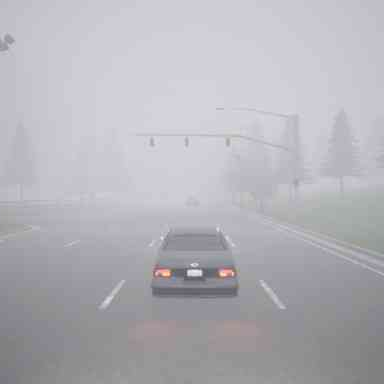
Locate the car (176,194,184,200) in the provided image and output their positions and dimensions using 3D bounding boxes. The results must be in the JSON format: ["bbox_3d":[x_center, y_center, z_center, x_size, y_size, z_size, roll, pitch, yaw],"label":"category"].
[{"bbox_3d":[-3.455,1.447,93.800,2.128,1.511,4.902,0,0,0],"label":"car"}]

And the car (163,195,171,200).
[{"bbox_3d":[-6.955,1.475,93.801,1.994,1.385,4.181,0,0,0],"label":"car"}]

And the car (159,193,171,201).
[{"bbox_3d":[-6.960,1.297,83.411,2.150,2.045,5.566,0,0,0],"label":"car"}]

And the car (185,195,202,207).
[{"bbox_3d":[0.023,1.402,52.735,2.097,1.767,4.553,0,0,0],"label":"car"}]

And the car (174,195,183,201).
[{"bbox_3d":[-3.460,1.597,83.796,1.812,1.442,4.674,0,0,0],"label":"car"}]

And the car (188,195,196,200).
[{"bbox_3d":[0.045,1.630,94.211,2.033,1.411,5.357,0,0,0],"label":"car"}]

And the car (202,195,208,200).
[{"bbox_3d":[3.545,1.591,94.209,1.837,1.490,4.892,0,0,0],"label":"car"}]

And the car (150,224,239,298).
[{"bbox_3d":[0.070,1.556,8.696,2.033,1.411,5.357,0,0,0],"label":"car"}]
